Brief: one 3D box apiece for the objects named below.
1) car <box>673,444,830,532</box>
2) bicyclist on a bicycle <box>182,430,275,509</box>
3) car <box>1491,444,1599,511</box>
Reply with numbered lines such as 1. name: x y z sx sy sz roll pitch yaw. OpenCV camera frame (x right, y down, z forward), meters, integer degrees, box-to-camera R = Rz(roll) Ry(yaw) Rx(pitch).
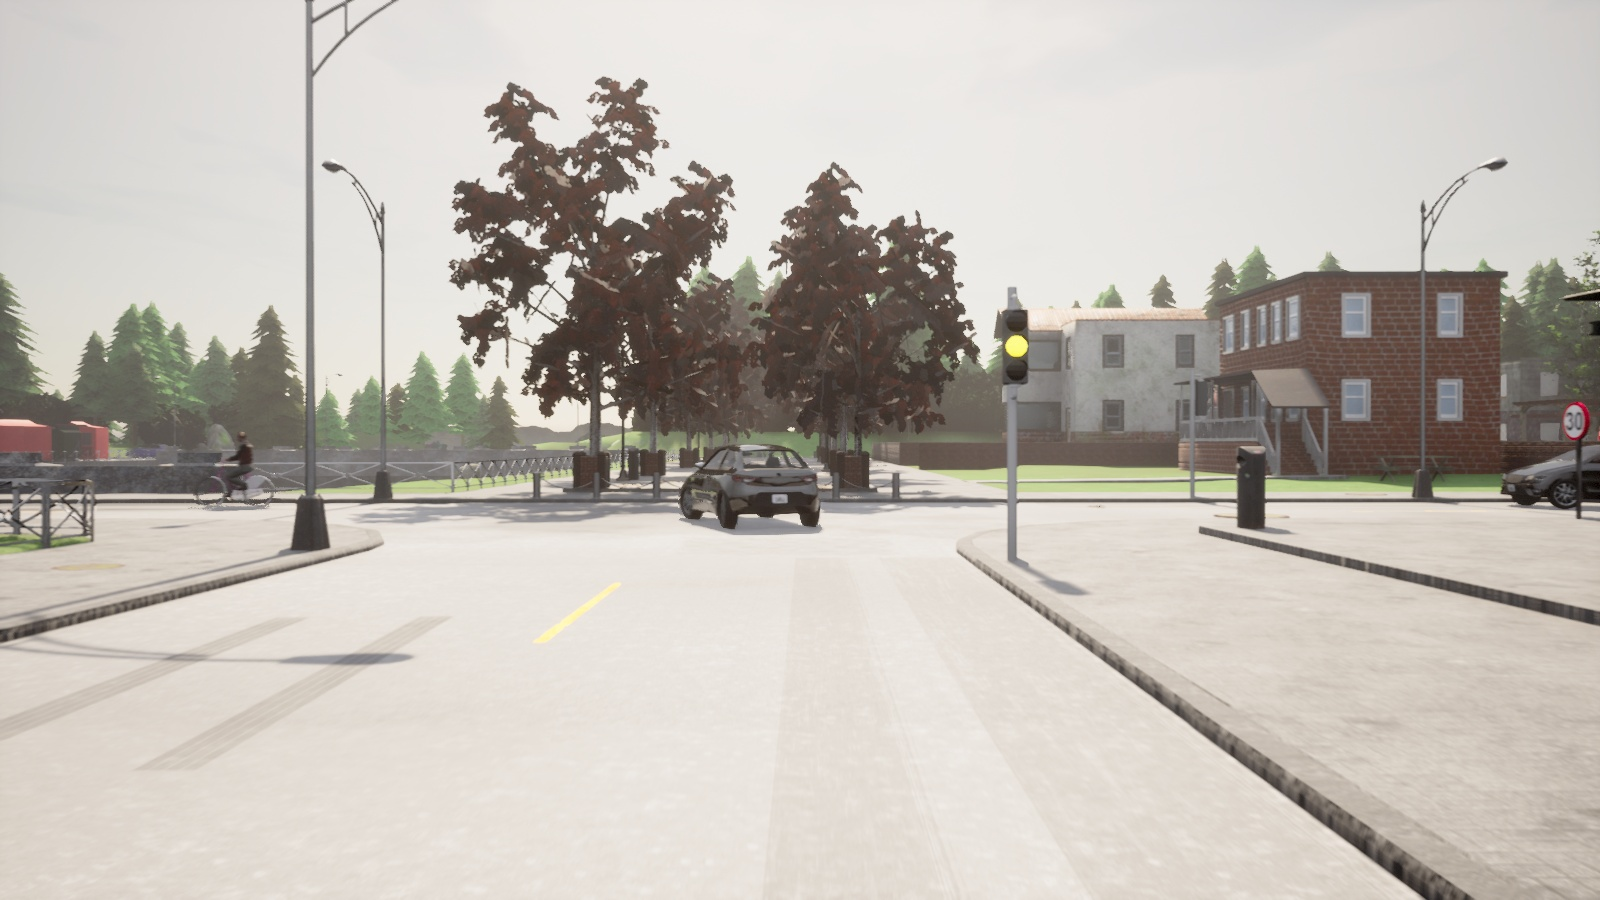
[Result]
1. car: -1.013 0.627 23.452 1.816 1.474 4.193 0 0 -18
2. bicyclist on a bicycle: -13.214 0.443 29.050 1.843 1.776 0.659 0 1 2
3. car: 18.401 0.613 28.726 4.193 1.474 1.816 0 0 0
